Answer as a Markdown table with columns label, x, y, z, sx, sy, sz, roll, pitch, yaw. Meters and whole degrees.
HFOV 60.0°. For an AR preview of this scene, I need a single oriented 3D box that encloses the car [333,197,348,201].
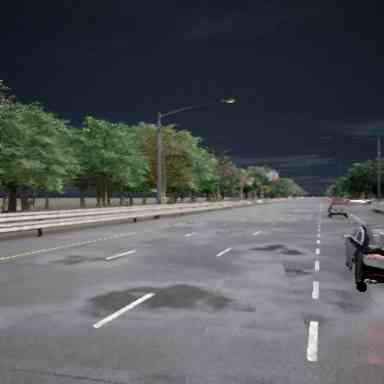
| label | x | y | z | sx | sy | sz | roll | pitch | yaw |
| --- | --- | --- | --- | --- | --- | --- | --- | --- | --- |
| car | 26.201 | 1.990 | 58.884 | 2.150 | 2.045 | 5.566 | -1 | -1 | 32 |

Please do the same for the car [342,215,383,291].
| label | x | y | z | sx | sy | sz | roll | pitch | yaw |
| --- | --- | --- | --- | --- | --- | --- | --- | --- | --- |
| car | 5.231 | 1.609 | 8.927 | 2.128 | 1.511 | 4.902 | 0 | -1 | 21 |

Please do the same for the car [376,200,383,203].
| label | x | y | z | sx | sy | sz | roll | pitch | yaw |
| --- | --- | --- | --- | --- | --- | --- | --- | --- | --- |
| car | 46.168 | 2.582 | 81.435 | 4.181 | 1.385 | 1.994 | 0 | -1 | -37 |

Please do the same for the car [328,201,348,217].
| label | x | y | z | sx | sy | sz | roll | pitch | yaw |
| --- | --- | --- | --- | --- | --- | --- | --- | --- | --- |
| car | 15.988 | 2.012 | 36.472 | 2.033 | 1.411 | 5.357 | 0 | -1 | 21 |
